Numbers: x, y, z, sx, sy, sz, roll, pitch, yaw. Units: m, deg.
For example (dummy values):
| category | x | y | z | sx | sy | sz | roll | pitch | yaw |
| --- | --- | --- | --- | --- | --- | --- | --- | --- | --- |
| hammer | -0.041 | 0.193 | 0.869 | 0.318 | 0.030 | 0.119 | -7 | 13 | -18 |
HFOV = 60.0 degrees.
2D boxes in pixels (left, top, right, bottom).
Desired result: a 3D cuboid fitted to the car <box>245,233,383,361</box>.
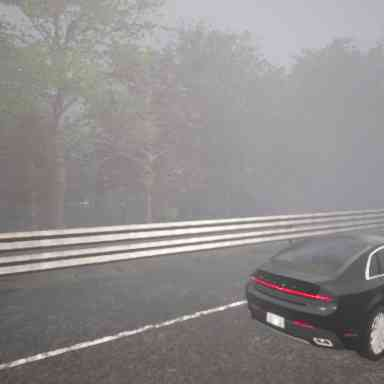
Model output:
| category | x | y | z | sx | sy | sz | roll | pitch | yaw |
| --- | --- | --- | --- | --- | --- | --- | --- | --- | --- |
| car | 3.113 | 1.506 | 5.980 | 4.892 | 1.490 | 1.837 | 0 | 0 | -36 |
